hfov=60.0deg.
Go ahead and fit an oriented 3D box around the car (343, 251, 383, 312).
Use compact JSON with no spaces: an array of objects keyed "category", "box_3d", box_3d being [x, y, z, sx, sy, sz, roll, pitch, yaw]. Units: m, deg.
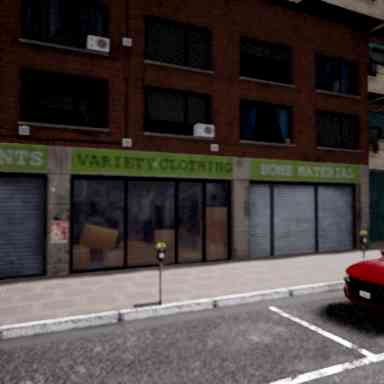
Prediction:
[{"category":"car","box_3d":[5.353,1.708,7.196,4.507,1.381,1.887,0,-1,-23]}]
